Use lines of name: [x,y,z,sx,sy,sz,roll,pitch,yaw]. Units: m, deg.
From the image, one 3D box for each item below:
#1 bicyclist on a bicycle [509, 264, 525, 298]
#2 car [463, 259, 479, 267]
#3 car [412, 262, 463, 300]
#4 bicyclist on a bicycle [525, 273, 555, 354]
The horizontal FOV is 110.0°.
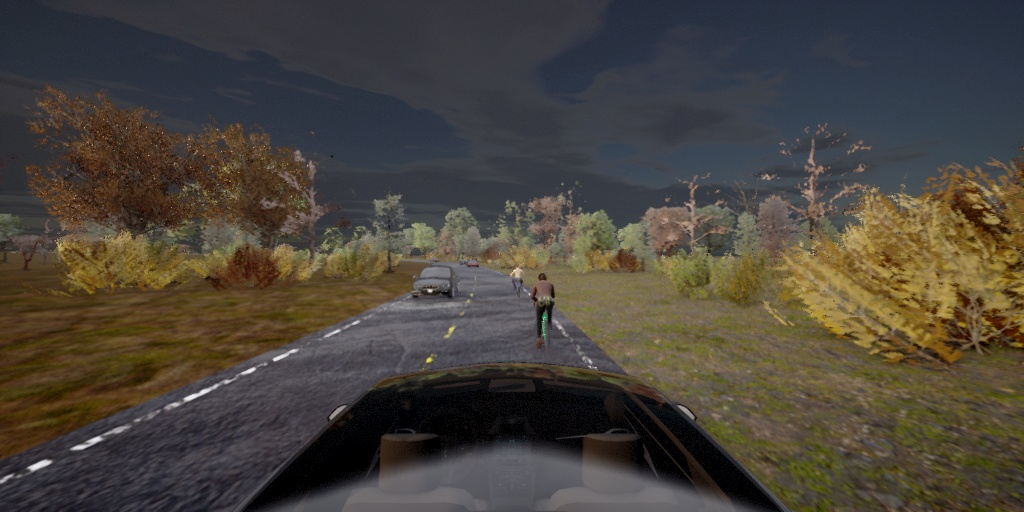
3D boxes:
bicyclist on a bicycle: [0.282,1.186,17.574,0.866,1.612,1.509,0,0,-3]
car: [-7.164,1.305,64.261,1.994,1.385,4.181,0,0,-13]
car: [-3.702,1.255,17.980,1.837,1.490,4.892,0,0,-4]
bicyclist on a bicycle: [0.692,1.201,7.805,0.582,1.620,1.656,0,0,-1]
